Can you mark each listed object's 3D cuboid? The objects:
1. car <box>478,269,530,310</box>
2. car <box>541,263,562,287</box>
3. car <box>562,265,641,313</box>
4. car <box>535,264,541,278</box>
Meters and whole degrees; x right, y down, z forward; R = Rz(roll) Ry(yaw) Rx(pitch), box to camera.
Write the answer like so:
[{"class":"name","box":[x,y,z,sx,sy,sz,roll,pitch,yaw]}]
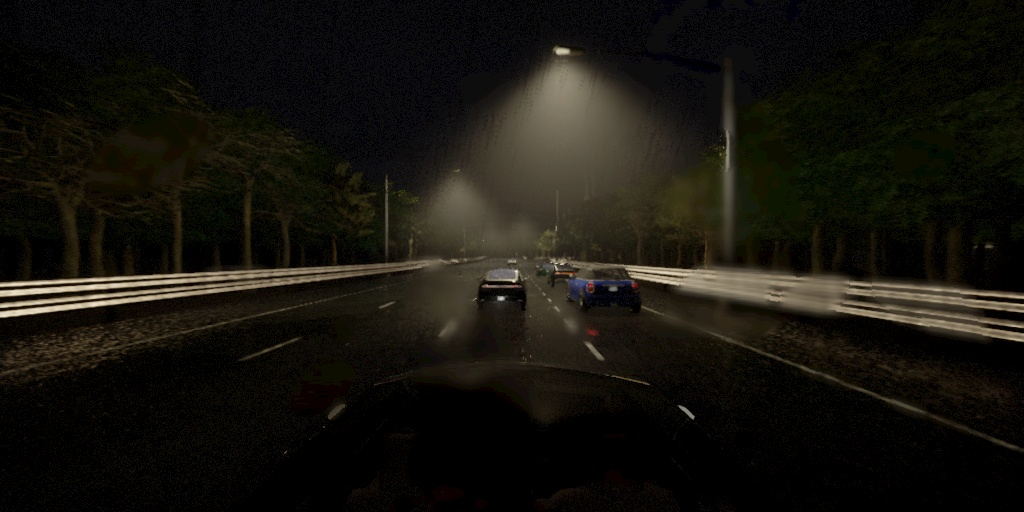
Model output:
[{"class":"car","box":[-0.312,1.302,15.100,2.128,1.511,4.902,0,0,2]},{"class":"car","box":[3.503,1.344,25.541,2.128,1.511,4.902,0,0,0]},{"class":"car","box":[3.502,1.159,14.513,2.097,1.767,4.553,0,0,0]},{"class":"car","box":[3.505,1.429,36.538,1.994,1.385,4.181,0,0,0]}]
